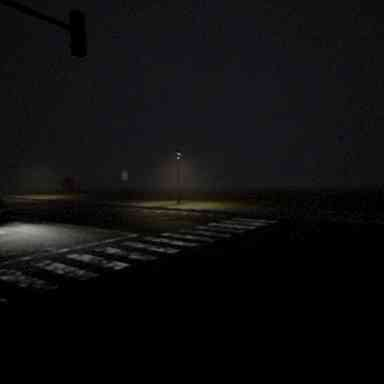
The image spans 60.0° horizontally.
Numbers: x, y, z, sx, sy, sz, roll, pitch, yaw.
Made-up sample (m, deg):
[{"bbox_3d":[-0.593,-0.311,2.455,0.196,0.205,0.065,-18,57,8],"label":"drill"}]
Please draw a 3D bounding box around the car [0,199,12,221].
[{"bbox_3d":[-11.919,0.837,18.662,4.902,1.511,2.128,1,4,39],"label":"car"}]
